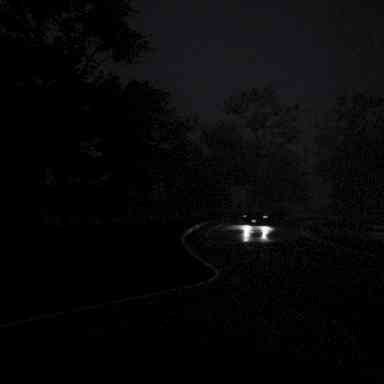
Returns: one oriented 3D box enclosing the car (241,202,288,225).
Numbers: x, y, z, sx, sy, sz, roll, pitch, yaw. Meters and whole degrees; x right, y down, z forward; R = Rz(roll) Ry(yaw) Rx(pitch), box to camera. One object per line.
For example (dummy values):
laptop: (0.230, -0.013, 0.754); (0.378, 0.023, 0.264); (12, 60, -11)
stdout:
car: (5.269, 1.435, 23.379); (2.033, 1.411, 5.357); (0, 0, 31)
